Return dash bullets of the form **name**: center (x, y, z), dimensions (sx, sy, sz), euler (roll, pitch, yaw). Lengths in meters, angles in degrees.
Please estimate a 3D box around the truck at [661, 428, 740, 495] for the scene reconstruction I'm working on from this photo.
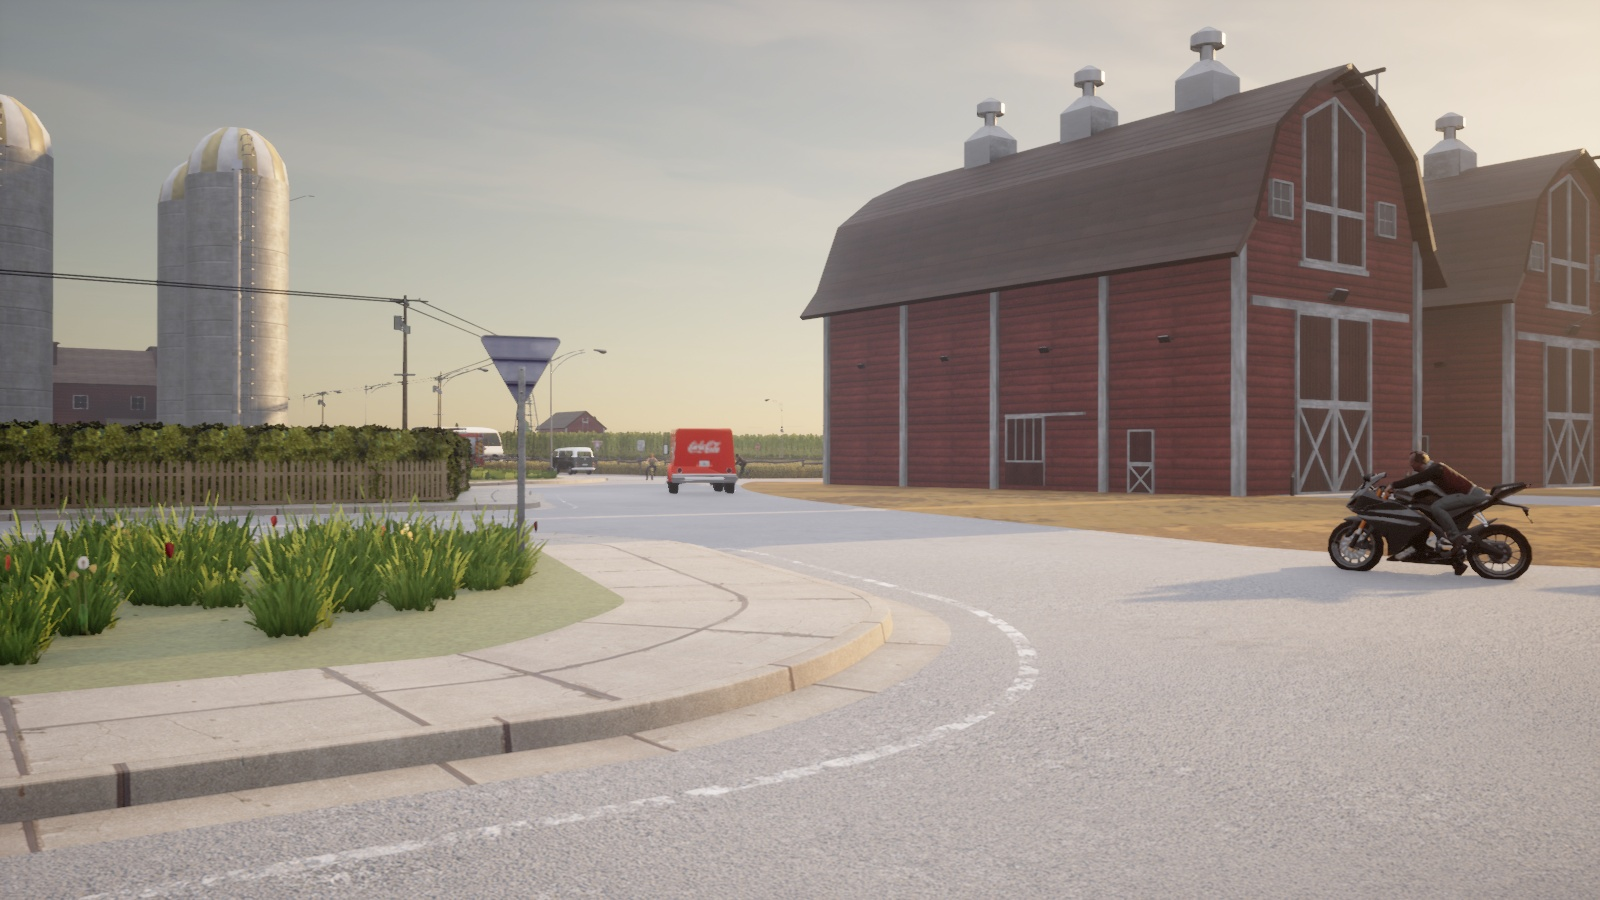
- **truck**: center (-3.941, 0.429, 48.741), dimensions (2.627, 2.467, 5.204), euler (0, 0, -9)

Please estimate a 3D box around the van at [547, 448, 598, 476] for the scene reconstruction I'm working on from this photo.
- **van**: center (-17.067, 0.899, 94.211), dimensions (2.069, 2.038, 4.480), euler (0, 0, -35)

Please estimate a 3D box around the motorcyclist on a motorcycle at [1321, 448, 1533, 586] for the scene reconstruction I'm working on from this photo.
- **motorcyclist on a motorcycle**: center (7.505, 0.756, 15.072), dimensions (2.191, 1.530, 0.866), euler (1, 0, 29)
